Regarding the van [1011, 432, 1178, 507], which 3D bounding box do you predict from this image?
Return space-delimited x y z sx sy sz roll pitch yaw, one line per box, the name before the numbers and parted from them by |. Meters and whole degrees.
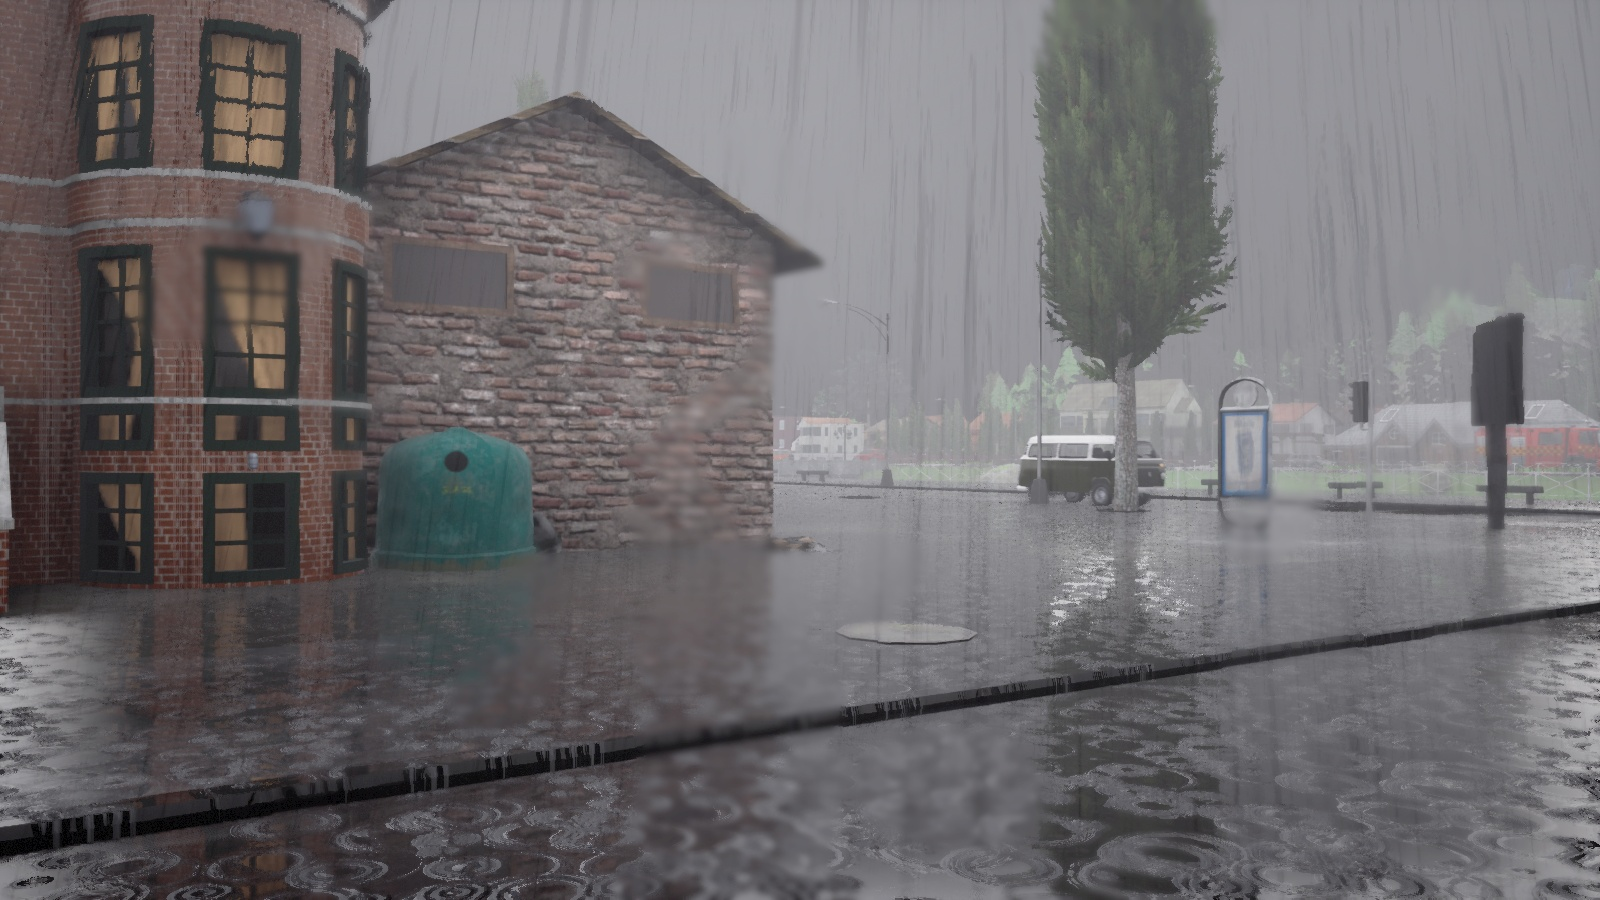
van | 8.446 0.539 36.367 2.069 2.038 4.480 0 0 -35
